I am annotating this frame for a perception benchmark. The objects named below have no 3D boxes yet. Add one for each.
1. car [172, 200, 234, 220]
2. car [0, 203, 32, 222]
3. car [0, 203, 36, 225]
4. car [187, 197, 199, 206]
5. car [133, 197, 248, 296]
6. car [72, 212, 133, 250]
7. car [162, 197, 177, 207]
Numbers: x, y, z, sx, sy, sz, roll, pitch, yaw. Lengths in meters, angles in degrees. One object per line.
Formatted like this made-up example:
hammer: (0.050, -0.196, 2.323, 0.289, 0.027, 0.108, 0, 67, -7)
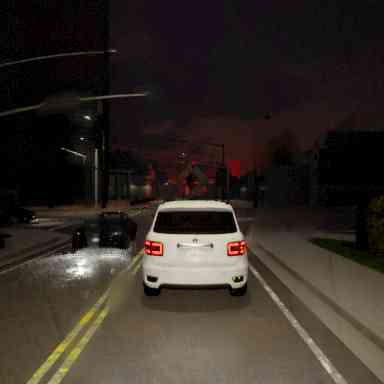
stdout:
car: (0.862, 1.495, 27.631, 5.008, 1.535, 1.882, 0, 0, 0)
car: (-15.847, 1.675, 27.517, 4.181, 1.385, 1.994, -1, 0, 0)
car: (-13.887, 1.594, 24.030, 4.892, 1.490, 1.837, 0, 0, 0)
car: (0.144, 1.543, 55.059, 1.812, 1.442, 4.674, 0, 0, 0)
car: (0.078, 1.224, 8.773, 2.150, 2.045, 5.566, 0, 0, 0)
car: (-3.524, 1.567, 14.181, 1.994, 1.385, 4.181, 0, 0, 0)
car: (-3.537, 1.581, 52.916, 1.994, 1.385, 4.181, 0, 0, 0)
